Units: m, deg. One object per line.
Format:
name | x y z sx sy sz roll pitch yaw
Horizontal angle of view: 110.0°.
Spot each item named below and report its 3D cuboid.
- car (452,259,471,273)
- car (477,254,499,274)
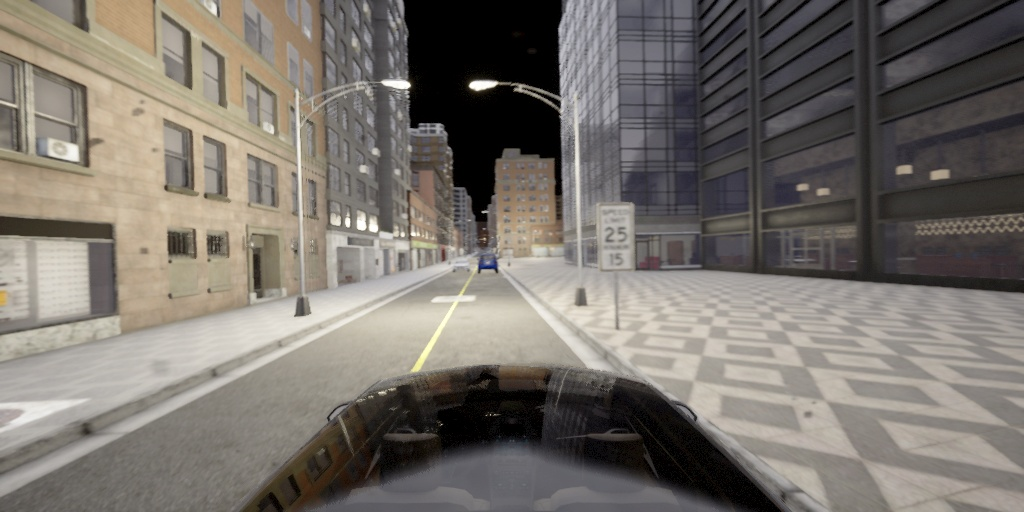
car | -5.924 1.131 42.476 1.812 1.442 4.674 -1 1 -4
car | -2.574 0.781 38.516 2.150 2.045 5.566 -1 1 -4
